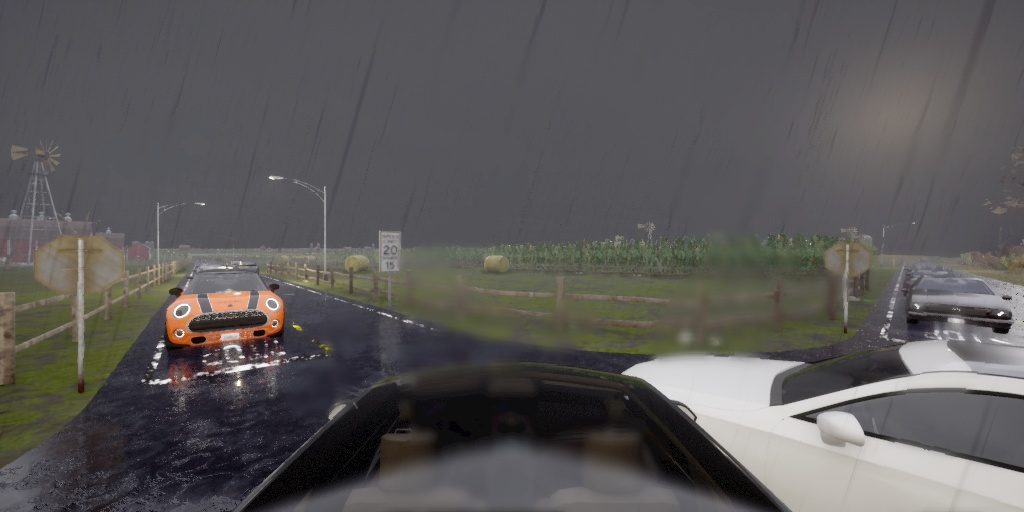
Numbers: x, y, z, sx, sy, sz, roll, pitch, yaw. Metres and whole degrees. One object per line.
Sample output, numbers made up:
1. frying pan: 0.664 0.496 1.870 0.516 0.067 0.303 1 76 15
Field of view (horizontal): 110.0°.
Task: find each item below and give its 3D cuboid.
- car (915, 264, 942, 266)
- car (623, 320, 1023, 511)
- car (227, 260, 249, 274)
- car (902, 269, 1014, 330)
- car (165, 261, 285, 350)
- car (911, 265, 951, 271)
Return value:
1. car: 28.690 1.305 24.777 4.902 1.511 2.128 0 1 -42
2. car: 2.861 1.293 2.215 1.812 1.442 4.674 0 1 -43
3. car: -33.211 1.269 43.389 1.837 1.490 4.892 0 0 -41
4. car: 13.642 1.333 11.163 5.357 1.411 2.033 0 1 -42
5. car: -7.466 1.137 9.427 2.097 1.767 4.553 0 0 -39
6. car: 21.050 1.361 17.870 4.181 1.385 1.994 0 1 -43
